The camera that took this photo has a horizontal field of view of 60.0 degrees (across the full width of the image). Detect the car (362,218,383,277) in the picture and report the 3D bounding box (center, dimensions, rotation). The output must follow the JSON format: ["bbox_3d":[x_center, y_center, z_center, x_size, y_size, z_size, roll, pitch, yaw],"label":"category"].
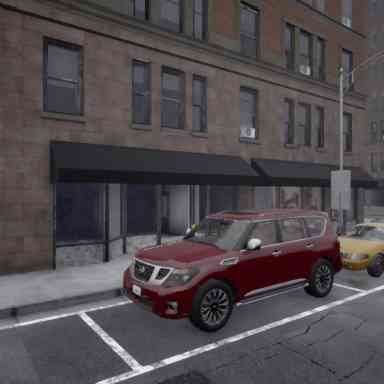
[{"bbox_3d":[5.612,1.525,10.200,4.829,1.417,1.752,0,0,-35],"label":"car"}]

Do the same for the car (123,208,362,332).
[{"bbox_3d":[1.127,1.315,7.003,5.009,1.841,2.192,0,0,-35],"label":"car"}]
